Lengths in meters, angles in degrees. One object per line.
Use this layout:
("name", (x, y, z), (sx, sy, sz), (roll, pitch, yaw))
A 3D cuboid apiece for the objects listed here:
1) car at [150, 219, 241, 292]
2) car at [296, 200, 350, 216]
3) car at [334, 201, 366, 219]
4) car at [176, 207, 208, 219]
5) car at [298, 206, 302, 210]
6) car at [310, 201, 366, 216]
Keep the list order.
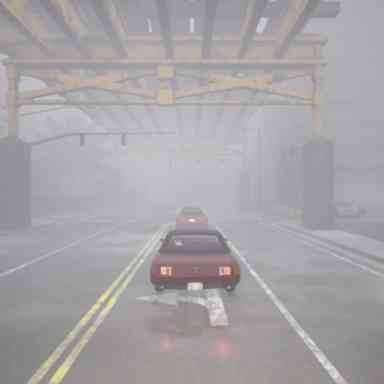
("car", (0.056, 1.648, 9.020), (1.895, 1.301, 4.718), (0, 0, 0))
("car", (13.434, 1.606, 34.162), (4.974, 1.542, 2.038), (0, 0, 25))
("car", (13.127, 1.589, 30.002), (4.974, 1.542, 2.038), (0, 0, -20))
("car", (-0.015, 1.664, 21.831), (1.994, 1.385, 4.181), (0, 0, 0))
("car", (13.481, 1.449, 34.142), (4.536, 1.218, 1.853), (0, 0, 25))
("car", (13.175, 1.431, 30.021), (4.536, 1.218, 1.853), (0, 0, -20))
